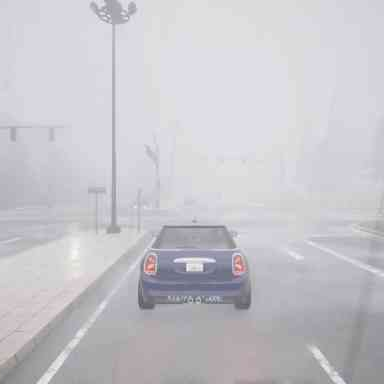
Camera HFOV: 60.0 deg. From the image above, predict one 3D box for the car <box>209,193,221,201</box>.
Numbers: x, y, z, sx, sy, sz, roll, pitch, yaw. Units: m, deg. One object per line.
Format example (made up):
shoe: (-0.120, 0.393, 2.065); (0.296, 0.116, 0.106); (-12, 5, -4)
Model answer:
car: (6.226, 1.215, 85.128); (2.150, 2.045, 5.566); (0, 0, -1)

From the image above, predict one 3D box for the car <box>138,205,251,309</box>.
car: (0.058, 1.352, 8.008); (2.097, 1.767, 4.553); (0, 0, 0)

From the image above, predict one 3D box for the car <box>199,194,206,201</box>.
car: (2.720, 1.513, 85.394); (1.812, 1.442, 4.674); (0, 0, -1)

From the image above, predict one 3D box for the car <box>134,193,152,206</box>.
car: (-8.344, 1.352, 55.657); (2.097, 1.767, 4.553); (0, 0, -1)

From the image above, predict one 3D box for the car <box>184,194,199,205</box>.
car: (-0.245, 1.526, 54.827); (1.812, 1.442, 4.674); (0, 0, -1)

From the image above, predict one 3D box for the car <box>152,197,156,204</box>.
car: (-8.466, 1.564, 65.603); (1.994, 1.385, 4.181); (0, 0, 0)

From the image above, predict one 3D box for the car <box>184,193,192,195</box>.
car: (-0.779, 1.489, 85.331); (1.837, 1.490, 4.892); (0, 0, -1)
